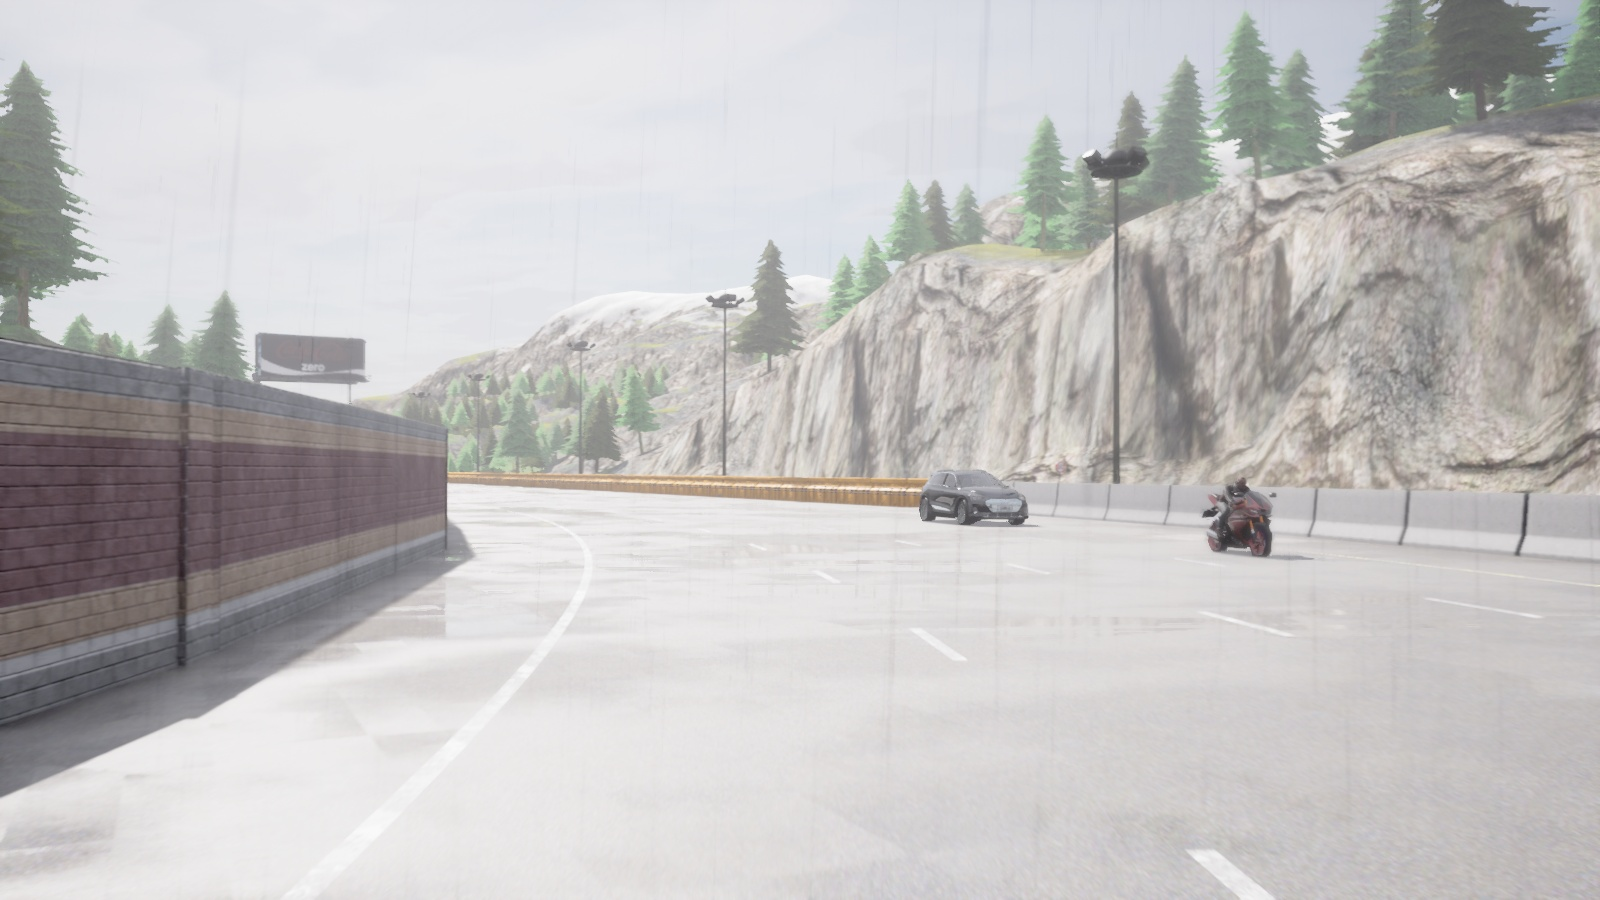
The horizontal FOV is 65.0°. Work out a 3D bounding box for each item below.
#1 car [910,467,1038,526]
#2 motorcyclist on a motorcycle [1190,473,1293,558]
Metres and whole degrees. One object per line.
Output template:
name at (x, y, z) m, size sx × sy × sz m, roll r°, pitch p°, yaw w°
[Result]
car at (5.164, 1.360, 38.020) m, size 2.033 × 1.649 × 4.856 m, roll 0°, pitch -1°, yaw -16°
motorcyclist on a motorcycle at (8.385, 1.216, 23.950) m, size 0.866 × 1.530 × 2.191 m, roll 0°, pitch -1°, yaw -10°
